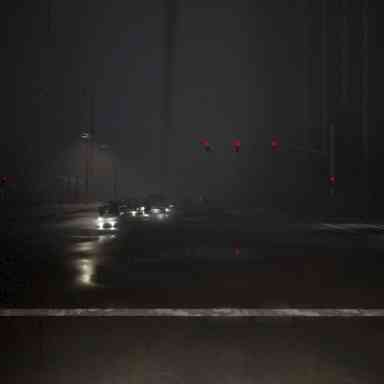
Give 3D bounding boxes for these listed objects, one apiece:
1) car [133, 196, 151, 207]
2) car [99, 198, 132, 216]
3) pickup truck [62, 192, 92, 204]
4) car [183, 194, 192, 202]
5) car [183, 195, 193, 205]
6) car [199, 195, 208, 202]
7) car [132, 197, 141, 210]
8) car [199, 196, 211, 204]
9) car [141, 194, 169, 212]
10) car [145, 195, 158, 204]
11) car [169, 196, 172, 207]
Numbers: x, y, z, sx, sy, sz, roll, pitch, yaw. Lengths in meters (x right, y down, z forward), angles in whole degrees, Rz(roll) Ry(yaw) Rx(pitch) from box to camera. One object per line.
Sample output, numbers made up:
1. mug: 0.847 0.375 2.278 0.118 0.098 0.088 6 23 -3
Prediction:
1. car: -7.828 1.491 52.495 2.128 1.511 4.902 0 0 -1
2. car: -7.707 1.491 32.809 2.128 1.511 4.902 0 0 2
3. pickup truck: -20.932 1.059 59.956 2.390 2.098 6.274 0 0 30
4. car: -0.964 1.355 75.368 2.097 1.767 4.553 0 0 -1
5. car: -0.704 1.601 59.361 1.895 1.301 4.718 0 0 -1
6. car: 2.538 1.524 75.124 1.812 1.442 4.674 0 0 -1
7. car: -7.729 1.478 42.111 1.882 1.535 5.008 0 0 -1
8. car: 2.742 1.491 64.740 2.128 1.511 4.902 0 0 -1
9. car: -4.190 1.221 38.443 2.150 2.045 5.566 0 0 -1
10. car: -7.891 1.478 65.547 1.882 1.535 5.008 0 0 0
11. car: -4.285 1.601 48.390 1.895 1.301 4.718 0 0 -1
